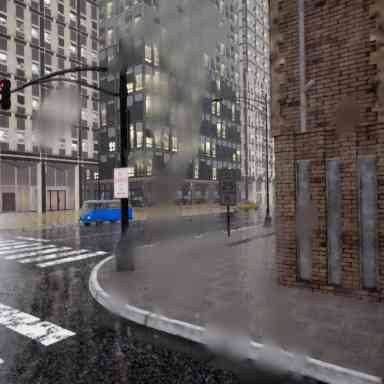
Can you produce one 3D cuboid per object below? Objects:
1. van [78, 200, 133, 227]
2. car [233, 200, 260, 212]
[{"bbox_3d":[-6.031,1.460,23.500,1.690,1.788,3.998,-2,-1,36],"label":"van"},{"bbox_3d":[6.804,1.689,41.409,1.752,1.417,4.829,-2,-1,36],"label":"car"}]
